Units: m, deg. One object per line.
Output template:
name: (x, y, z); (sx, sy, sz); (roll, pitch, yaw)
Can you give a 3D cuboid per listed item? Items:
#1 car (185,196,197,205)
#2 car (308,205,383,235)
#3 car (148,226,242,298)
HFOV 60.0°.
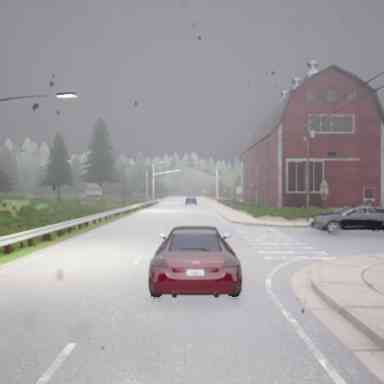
car: (-0.141, 1.345, 55.311); (1.882, 1.535, 5.008); (0, 0, 0)
car: (8.813, 1.448, 17.868); (4.902, 1.511, 2.128); (0, 0, 3)
car: (0.069, 1.543, 8.499); (1.994, 1.385, 4.181); (0, 0, 0)
